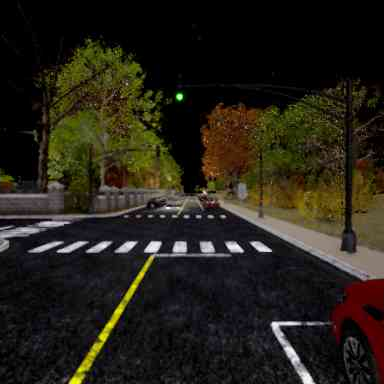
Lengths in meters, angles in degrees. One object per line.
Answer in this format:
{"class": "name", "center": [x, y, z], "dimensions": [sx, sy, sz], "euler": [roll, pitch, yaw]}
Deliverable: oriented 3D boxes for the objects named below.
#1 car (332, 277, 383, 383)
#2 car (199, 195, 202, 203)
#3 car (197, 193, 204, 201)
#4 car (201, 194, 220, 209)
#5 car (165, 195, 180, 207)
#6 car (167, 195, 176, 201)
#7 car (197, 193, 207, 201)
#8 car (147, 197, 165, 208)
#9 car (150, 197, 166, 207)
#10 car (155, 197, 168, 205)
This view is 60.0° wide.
{"class": "car", "center": [2.683, 1.314, 1.945], "dimensions": [2.192, 1.841, 5.009], "euler": [-1, 0, 0]}
{"class": "car", "center": [2.565, 1.502, 52.580], "dimensions": [1.887, 1.381, 4.507], "euler": [-1, 0, 0]}
{"class": "car", "center": [2.568, 1.512, 69.646], "dimensions": [1.947, 1.339, 4.313], "euler": [-1, 0, 0]}
{"class": "car", "center": [2.617, 1.405, 43.880], "dimensions": [1.967, 1.590, 4.097], "euler": [-1, 0, 0]}
{"class": "car", "center": [-2.740, 1.560, 49.920], "dimensions": [1.895, 1.301, 4.718], "euler": [0, 0, 0]}
{"class": "car", "center": [-5.309, 1.488, 86.716], "dimensions": [2.008, 1.369, 4.403], "euler": [-1, 0, 0]}
{"class": "car", "center": [2.568, 1.253, 86.711], "dimensions": [2.192, 1.841, 5.009], "euler": [-1, 0, 0]}
{"class": "car", "center": [-5.318, 1.528, 46.897], "dimensions": [1.947, 1.339, 4.313], "euler": [-1, 0, 0]}
{"class": "car", "center": [-5.315, 1.523, 52.584], "dimensions": [1.947, 1.339, 4.313], "euler": [-1, 0, 0]}
{"class": "car", "center": [-5.314, 1.519, 58.273], "dimensions": [1.947, 1.339, 4.313], "euler": [-1, 0, 0]}
